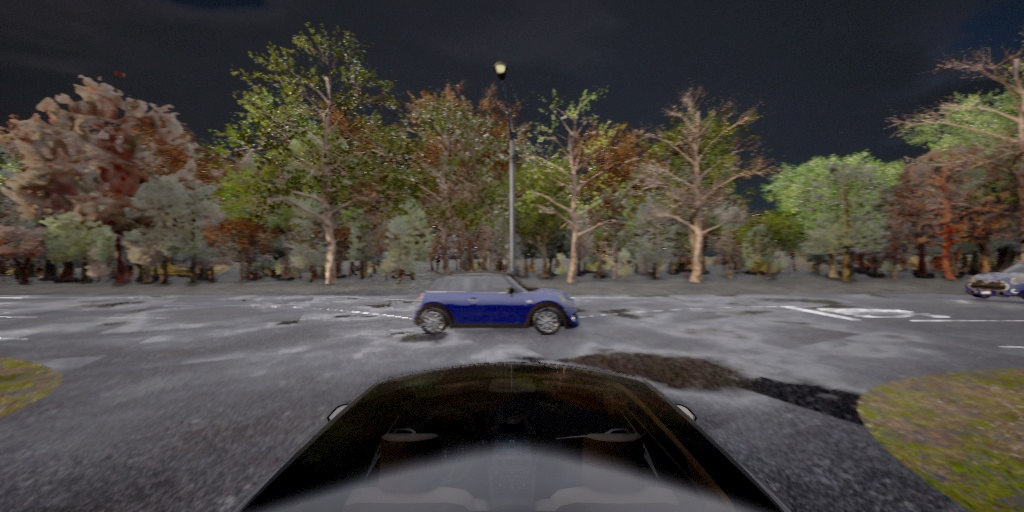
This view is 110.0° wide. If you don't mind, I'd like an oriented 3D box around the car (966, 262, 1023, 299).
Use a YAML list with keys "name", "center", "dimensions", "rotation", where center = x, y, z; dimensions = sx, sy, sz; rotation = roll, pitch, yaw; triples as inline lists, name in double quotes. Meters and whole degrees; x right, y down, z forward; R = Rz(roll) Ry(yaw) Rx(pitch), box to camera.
- name: "car"
  center: [23.055, 1.021, 15.586]
  dimensions: [4.553, 1.767, 2.097]
  rotation: [0, -1, 5]

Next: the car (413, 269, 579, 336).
- name: "car"
  center: [-0.406, 1.232, 10.395]
  dimensions: [4.553, 1.767, 2.097]
  rotation: [-1, -1, 4]
